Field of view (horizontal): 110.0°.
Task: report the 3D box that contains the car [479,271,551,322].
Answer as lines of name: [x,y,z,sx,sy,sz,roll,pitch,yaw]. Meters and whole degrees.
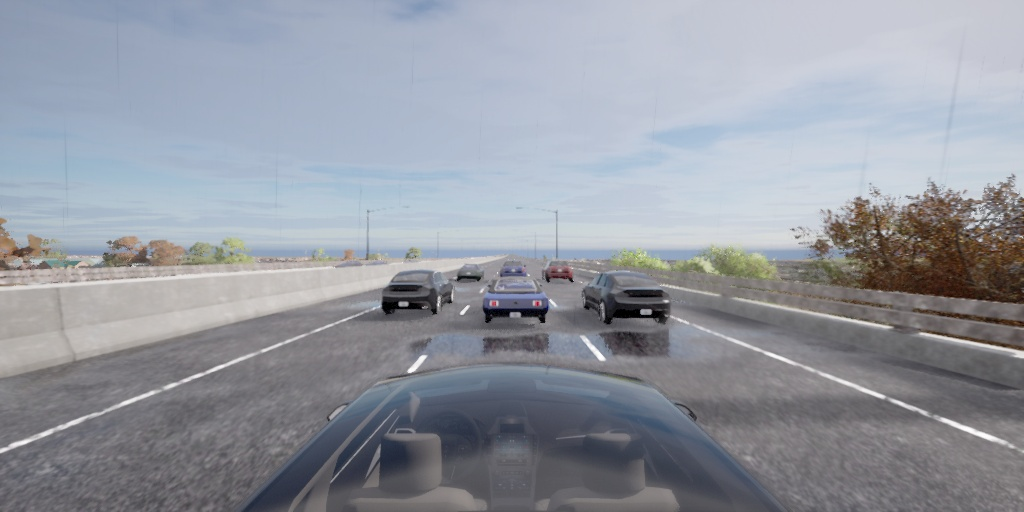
car: [0.102,1.359,12.243,1.895,1.301,4.718,0,0,0]

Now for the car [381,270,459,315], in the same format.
car: [-3.398,1.264,13.660,1.837,1.490,4.892,0,0,0]

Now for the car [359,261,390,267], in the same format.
car: [-17.565,1.326,47.031,2.033,1.411,5.357,0,0,0]

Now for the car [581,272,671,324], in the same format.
car: [3.602,1.263,12.056,1.837,1.490,4.892,0,0,0]

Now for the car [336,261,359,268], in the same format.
car: [-21.061,1.326,47.011,2.033,1.411,5.357,0,0,0]

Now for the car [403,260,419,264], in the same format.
car: [-14.059,1.273,50.084,2.128,1.511,4.902,0,0,0]

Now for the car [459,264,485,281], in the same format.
car: [-3.395,1.333,30.046,1.994,1.385,4.181,0,0,0]

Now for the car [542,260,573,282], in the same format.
car: [3.605,1.120,29.161,2.097,1.767,4.553,0,0,0]

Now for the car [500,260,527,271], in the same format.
car: [0.105,1.120,29.159,2.097,1.767,4.553,0,0,0]
